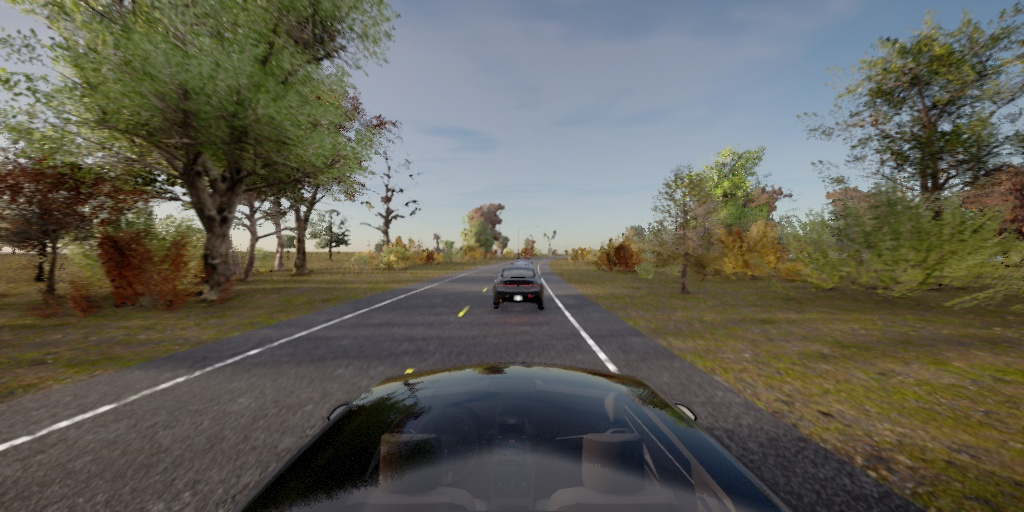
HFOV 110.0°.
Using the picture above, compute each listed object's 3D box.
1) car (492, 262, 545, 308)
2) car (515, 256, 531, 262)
[{"bbox_3d":[0.259,1.150,14.494,1.837,1.490,4.892,0,0,1],"label":"car"},{"bbox_3d":[0.904,1.018,32.549,1.812,1.442,4.674,0,1,3],"label":"car"}]
